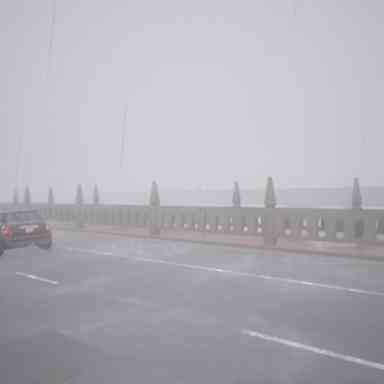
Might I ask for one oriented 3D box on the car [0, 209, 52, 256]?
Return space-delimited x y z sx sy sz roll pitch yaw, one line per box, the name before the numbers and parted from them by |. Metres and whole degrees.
car | -7.843 1.481 13.757 4.553 1.767 2.097 -1 -1 36
